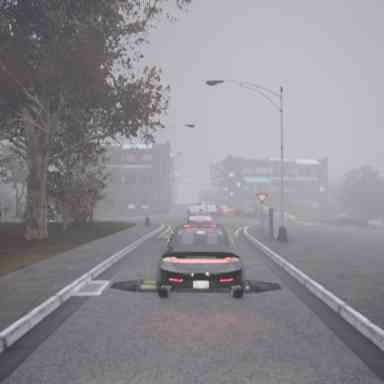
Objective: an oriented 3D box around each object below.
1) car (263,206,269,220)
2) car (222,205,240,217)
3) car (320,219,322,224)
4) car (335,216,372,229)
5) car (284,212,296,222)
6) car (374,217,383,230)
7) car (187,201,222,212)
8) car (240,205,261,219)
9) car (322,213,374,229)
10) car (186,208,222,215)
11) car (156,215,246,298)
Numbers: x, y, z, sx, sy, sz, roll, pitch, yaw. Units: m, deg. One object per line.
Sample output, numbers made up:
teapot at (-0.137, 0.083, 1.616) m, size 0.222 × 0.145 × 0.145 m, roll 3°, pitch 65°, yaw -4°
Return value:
car at (10.114, 2.985, 48.609) m, size 2.435 × 2.045 × 5.566 m, roll 7°, pitch -4°, yaw -31°
car at (4.159, 2.573, 47.467) m, size 2.185 × 1.767 × 4.553 m, roll 4°, pitch -3°, yaw -32°
car at (21.888, 4.418, 50.857) m, size 2.002 × 1.452 × 4.674 m, roll 6°, pitch -3°, yaw -30°
car at (24.851, 4.705, 51.413) m, size 2.002 × 1.452 × 4.674 m, roll 7°, pitch -4°, yaw -30°
car at (12.937, 3.519, 49.350) m, size 1.946 × 1.575 × 5.366 m, roll 6°, pitch -3°, yaw -31°
car at (27.723, 4.948, 52.110) m, size 1.946 × 1.575 × 5.366 m, roll 6°, pitch -3°, yaw -30°
car at (1.288, 2.284, 46.836) m, size 2.435 × 2.045 × 5.566 m, roll 1°, pitch -2°, yaw -31°
car at (7.124, 2.821, 48.008) m, size 2.185 × 1.767 × 4.553 m, roll 6°, pitch -3°, yaw -31°
car at (21.280, 3.840, 45.426) m, size 5.566 × 2.045 × 2.150 m, roll 6°, pitch -2°, yaw -11°
car at (0.435, 1.814, 17.857) m, size 1.812 × 1.442 × 4.674 m, roll 0°, pitch -2°, yaw 2°
car at (0.205, 1.554, 8.623) m, size 2.128 × 1.511 × 4.902 m, roll 0°, pitch -1°, yaw 1°
